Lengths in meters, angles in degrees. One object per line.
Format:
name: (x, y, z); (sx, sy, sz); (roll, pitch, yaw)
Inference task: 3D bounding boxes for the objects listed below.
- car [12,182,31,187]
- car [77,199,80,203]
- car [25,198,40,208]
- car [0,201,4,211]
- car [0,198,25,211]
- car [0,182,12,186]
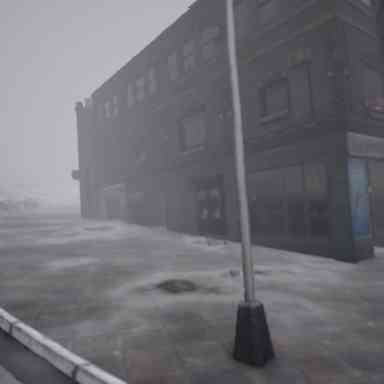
car: (-43.075, -1.678, 82.105); (2.185, 1.767, 4.553); (-5, -3, 22)
car: (-20.610, 1.569, 66.286); (1.895, 1.301, 4.718); (-5, -2, 25)
car: (-23.005, 1.599, 46.320); (1.837, 1.490, 4.892); (-4, 0, 0)
car: (-27.393, 1.957, 44.577); (1.895, 1.301, 4.718); (-3, 0, -2)
car: (-22.689, 1.588, 40.600); (1.837, 1.490, 4.892); (-3, 0, -6)
car: (-45.140, -1.698, 76.979); (2.097, 1.535, 5.008); (-5, -3, 23)
